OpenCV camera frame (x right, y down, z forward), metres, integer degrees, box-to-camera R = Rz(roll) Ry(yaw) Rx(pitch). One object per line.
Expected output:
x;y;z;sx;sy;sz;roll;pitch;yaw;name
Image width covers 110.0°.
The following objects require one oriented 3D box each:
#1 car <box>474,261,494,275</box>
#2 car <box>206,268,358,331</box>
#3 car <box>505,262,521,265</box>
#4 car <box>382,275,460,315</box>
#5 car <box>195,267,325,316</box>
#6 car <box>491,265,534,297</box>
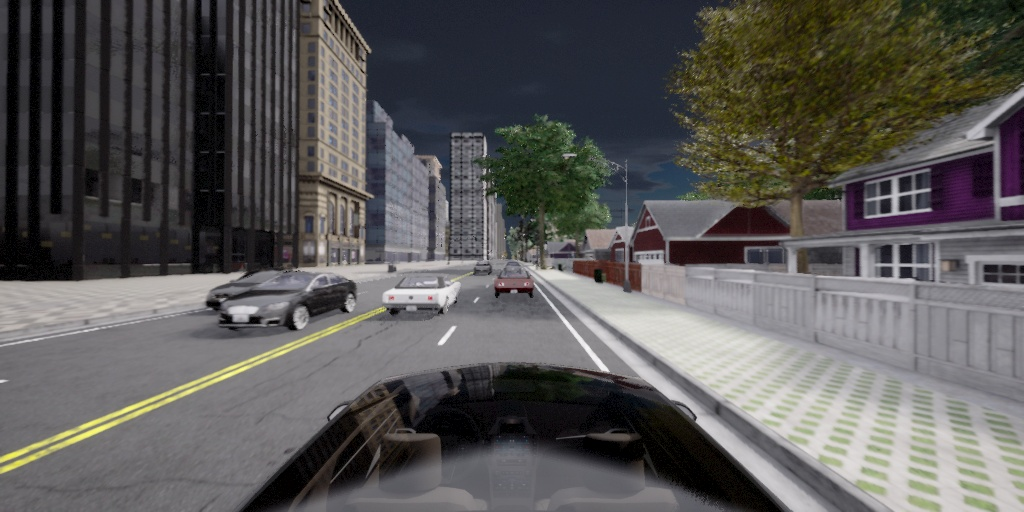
-3.142;1.277;39.754;2.128;1.511;4.902;0;0;0;car
-6.528;1.245;11.107;2.128;1.511;4.902;0;0;0;car
0.108;1.351;40.494;1.994;1.385;4.181;0;0;0;car
-3.146;1.355;13.480;1.895;1.301;4.718;0;0;0;car
-9.747;1.260;14.502;1.837;1.490;4.892;0;0;0;car
0.104;1.359;18.910;1.895;1.301;4.718;0;0;0;car
